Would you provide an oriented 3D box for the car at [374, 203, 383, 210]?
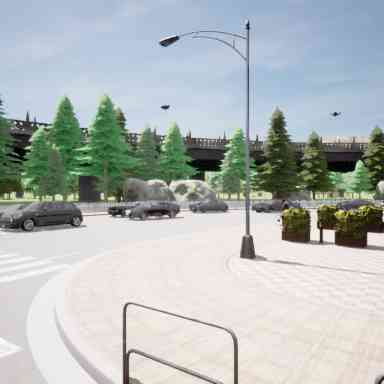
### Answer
[{"bbox_3d":[23.392,1.422,36.574,5.008,1.535,1.882,0,0,7],"label":"car"}]

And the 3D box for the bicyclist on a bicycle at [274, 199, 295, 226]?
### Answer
[{"bbox_3d":[5.554,1.245,19.593,0.582,1.620,1.656,0,0,-44],"label":"bicyclist on a bicycle"}]

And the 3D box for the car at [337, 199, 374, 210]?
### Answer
[{"bbox_3d":[19.756,1.509,40.175,4.181,1.385,1.994,0,0,0],"label":"car"}]

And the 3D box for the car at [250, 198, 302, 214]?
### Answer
[{"bbox_3d":[8.864,1.492,34.947,5.357,1.411,2.033,0,0,-19],"label":"car"}]

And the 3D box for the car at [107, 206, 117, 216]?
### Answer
[{"bbox_3d":[-5.238,1.545,30.079,4.718,1.301,1.895,0,0,-44],"label":"car"}]

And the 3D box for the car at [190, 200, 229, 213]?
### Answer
[{"bbox_3d":[1.853,1.508,35.367,4.181,1.385,1.994,0,0,-29],"label":"car"}]

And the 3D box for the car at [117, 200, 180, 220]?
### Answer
[{"bbox_3d":[-3.171,1.436,27.140,4.902,1.511,2.128,0,0,-44],"label":"car"}]

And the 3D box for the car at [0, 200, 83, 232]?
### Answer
[{"bbox_3d":[-8.967,1.297,20.069,2.097,1.767,4.553,0,0,37],"label":"car"}]

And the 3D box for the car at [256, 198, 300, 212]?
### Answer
[{"bbox_3d":[9.980,1.470,38.799,4.674,1.442,1.812,0,0,-15],"label":"car"}]
